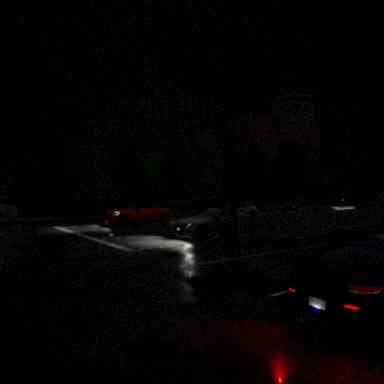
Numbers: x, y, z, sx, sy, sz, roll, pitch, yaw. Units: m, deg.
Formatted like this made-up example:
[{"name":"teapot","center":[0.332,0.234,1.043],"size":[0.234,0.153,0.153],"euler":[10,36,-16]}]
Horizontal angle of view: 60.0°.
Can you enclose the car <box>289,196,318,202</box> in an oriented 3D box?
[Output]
[{"name":"car","center":[10.949,1.237,33.200],"size":[5.008,1.535,1.882],"euler":[-3,2,-35]}]

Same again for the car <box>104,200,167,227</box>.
[{"name":"car","center":[-3.697,1.386,22.903],"size":[4.553,1.767,2.097],"euler":[0,0,-34]}]

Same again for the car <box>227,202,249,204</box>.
[{"name":"car","center":[3.597,1.559,27.981],"size":[4.674,1.442,1.812],"euler":[-1,0,-35]}]

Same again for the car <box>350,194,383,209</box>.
[{"name":"car","center":[16.073,1.239,28.234],"size":[5.357,1.411,2.033],"euler":[-4,2,-34]}]

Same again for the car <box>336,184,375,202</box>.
[{"name":"car","center":[19.223,0.265,39.023],"size":[5.566,2.045,2.150],"euler":[-6,4,-35]}]

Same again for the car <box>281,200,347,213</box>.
[{"name":"car","center":[8.278,1.548,22.726],"size":[4.674,1.442,1.812],"euler":[-1,1,-35]}]

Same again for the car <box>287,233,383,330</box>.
[{"name":"car","center":[3.810,1.547,6.477],"size":[4.674,1.442,1.812],"euler":[0,0,-35]}]

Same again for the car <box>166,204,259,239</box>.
[{"name":"car","center":[1.228,1.558,17.749],"size":[4.674,1.442,1.812],"euler":[0,0,-35]}]
